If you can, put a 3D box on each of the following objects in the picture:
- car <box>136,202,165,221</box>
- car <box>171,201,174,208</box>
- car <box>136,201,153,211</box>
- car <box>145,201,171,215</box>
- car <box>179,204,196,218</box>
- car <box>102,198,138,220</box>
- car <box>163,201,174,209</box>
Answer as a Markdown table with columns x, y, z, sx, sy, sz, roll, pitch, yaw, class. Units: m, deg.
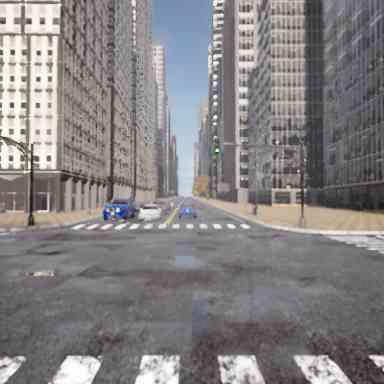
| x | y | z | sx | sy | sz | roll | pitch | yaw | class |
| --- | --- | --- | --- | --- | --- | --- | --- | --- | --- |
| -3.833 | 1.917 | 31.200 | 1.812 | 1.442 | 4.674 | 0 | -1 | -2 | car |
| -4.164 | 2.176 | 50.736 | 2.033 | 1.411 | 5.357 | 0 | -1 | -1 | car |
| -7.459 | 2.204 | 53.106 | 2.033 | 1.411 | 5.357 | 0 | -1 | -1 | car |
| -3.996 | 1.852 | 40.115 | 2.097 | 1.767 | 4.553 | 0 | -1 | -1 | car |
| -0.484 | 2.001 | 36.357 | 2.033 | 1.411 | 5.357 | 0 | -1 | -1 | car |
| -7.109 | 1.633 | 32.888 | 2.150 | 2.045 | 5.566 | 0 | -1 | 2 | car |
| -4.313 | 2.357 | 61.653 | 1.895 | 1.301 | 4.718 | 0 | -1 | 0 | car |
